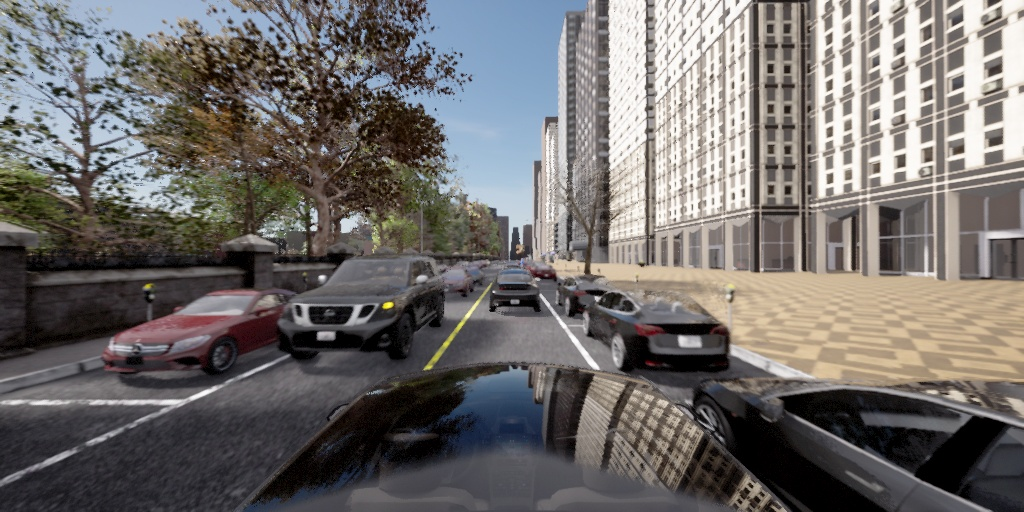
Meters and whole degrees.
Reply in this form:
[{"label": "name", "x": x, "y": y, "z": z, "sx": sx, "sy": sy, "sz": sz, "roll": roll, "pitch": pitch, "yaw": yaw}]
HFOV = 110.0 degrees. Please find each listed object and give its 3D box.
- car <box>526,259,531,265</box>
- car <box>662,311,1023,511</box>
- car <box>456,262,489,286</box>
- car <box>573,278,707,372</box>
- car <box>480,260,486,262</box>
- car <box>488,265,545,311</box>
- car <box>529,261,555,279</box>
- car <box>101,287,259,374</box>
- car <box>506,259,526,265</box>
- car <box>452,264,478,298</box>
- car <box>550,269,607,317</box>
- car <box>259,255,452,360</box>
[{"label": "car", "x": 2.684, "y": 1.293, "z": 35.660, "sx": 1.967, "sy": 1.591, "sz": 4.097, "roll": 0, "pitch": 0, "yaw": 0}, {"label": "car", "x": 2.689, "y": 1.316, "z": 1.866, "sx": 1.948, "sy": 1.339, "sz": 4.313, "roll": 0, "pitch": 0, "yaw": 0}, {"label": "car", "x": -3.004, "y": 1.387, "z": 25.950, "sx": 1.994, "sy": 1.385, "sz": 4.181, "roll": 0, "pitch": 0, "yaw": 0}, {"label": "car", "x": 2.688, "y": 1.331, "z": 7.498, "sx": 1.948, "sy": 1.339, "sz": 4.313, "roll": 0, "pitch": 0, "yaw": 0}, {"label": "car", "x": -5.700, "y": 1.479, "z": 58.187, "sx": 1.888, "sy": 1.381, "sz": 4.507, "roll": 0, "pitch": 0, "yaw": 0}, {"label": "car", "x": 0.099, "y": 1.292, "z": 14.610, "sx": 1.837, "sy": 1.490, "sz": 4.892, "roll": 0, "pitch": 0, "yaw": 0}, {"label": "car", "x": 2.685, "y": 1.379, "z": 30.028, "sx": 1.888, "sy": 1.381, "sz": 4.507, "roll": 0, "pitch": 0, "yaw": 0}, {"label": "car", "x": -5.692, "y": 1.348, "z": 7.497, "sx": 1.802, "sy": 1.307, "sz": 4.207, "roll": 0, "pitch": 0, "yaw": 0}, {"label": "car", "x": 0.065, "y": 1.351, "z": 37.078, "sx": 2.128, "sy": 1.511, "sz": 4.902, "roll": 0, "pitch": 0, "yaw": 0}, {"label": "car", "x": -3.070, "y": 1.324, "z": 18.931, "sx": 1.812, "sy": 1.442, "sz": 4.674, "roll": 0, "pitch": 0, "yaw": 0}, {"label": "car", "x": 2.687, "y": 1.347, "z": 13.131, "sx": 1.948, "sy": 1.339, "sz": 4.313, "roll": 0, "pitch": 0, "yaw": 0}, {"label": "car", "x": -3.085, "y": 0.991, "z": 8.750, "sx": 2.150, "sy": 2.045, "sz": 5.566, "roll": 0, "pitch": 0, "yaw": 0}]
